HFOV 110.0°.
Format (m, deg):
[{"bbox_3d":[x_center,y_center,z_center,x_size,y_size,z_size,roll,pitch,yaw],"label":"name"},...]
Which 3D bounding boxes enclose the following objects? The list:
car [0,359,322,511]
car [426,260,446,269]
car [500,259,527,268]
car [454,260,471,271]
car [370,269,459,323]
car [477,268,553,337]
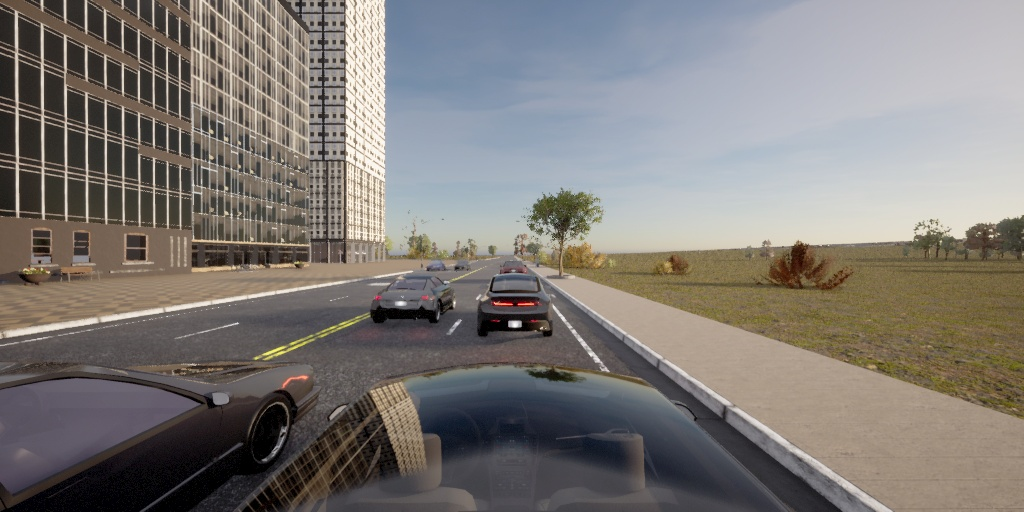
[{"bbox_3d":[-3.148,1.297,1.720,2.033,1.411,5.357,0,0,0],"label":"car"},{"bbox_3d":[-9.811,1.271,46.586,1.812,1.442,4.674,0,0,0],"label":"car"},{"bbox_3d":[0.113,1.100,28.348,2.097,1.767,4.553,0,0,0],"label":"car"},{"bbox_3d":[-6.565,1.249,48.203,1.837,1.490,4.892,0,0,0],"label":"car"},{"bbox_3d":[-3.143,1.313,12.128,1.994,1.385,4.181,0,0,0],"label":"car"},{"bbox_3d":[0.100,1.254,10.330,1.837,1.490,4.892,0,0,1],"label":"car"}]
